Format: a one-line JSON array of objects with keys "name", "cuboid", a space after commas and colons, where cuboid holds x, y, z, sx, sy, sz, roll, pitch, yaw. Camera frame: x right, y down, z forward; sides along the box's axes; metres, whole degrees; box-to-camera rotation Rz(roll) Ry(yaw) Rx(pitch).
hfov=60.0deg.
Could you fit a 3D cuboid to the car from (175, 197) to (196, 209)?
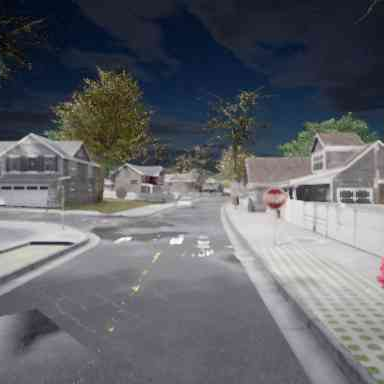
[{"name": "car", "cuboid": [-0.697, 1.328, 40.228, 1.812, 1.442, 4.674, 0, 1, 6]}]
